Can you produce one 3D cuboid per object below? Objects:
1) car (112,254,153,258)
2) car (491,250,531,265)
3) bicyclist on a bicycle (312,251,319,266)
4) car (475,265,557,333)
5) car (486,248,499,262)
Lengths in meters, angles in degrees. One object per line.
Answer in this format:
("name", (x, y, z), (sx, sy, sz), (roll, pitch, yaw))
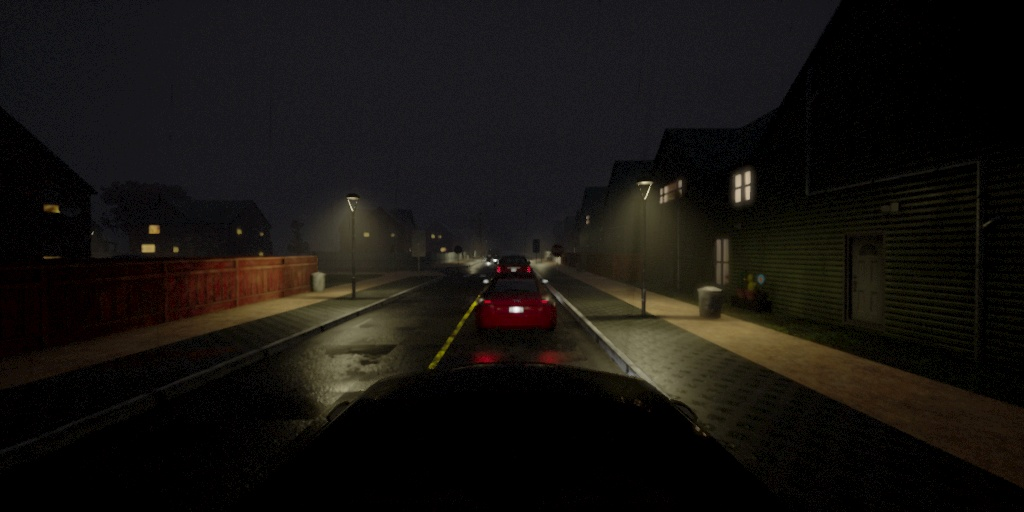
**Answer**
("car", (-32.026, 0.622, 30.827), (4.892, 1.490, 1.837), (0, 1, 0))
("car", (0.043, 0.704, 20.703), (2.097, 1.767, 4.553), (0, 1, -2))
("bicyclist on a bicycle", (-20.208, 0.362, 36.759), (0.582, 1.620, 1.656), (0, 1, 0))
("car", (0.099, 1.138, 10.103), (1.994, 1.385, 4.181), (0, 1, 0))
("car", (-2.810, -0.151, 55.674), (2.150, 2.045, 5.566), (0, 1, 0))
